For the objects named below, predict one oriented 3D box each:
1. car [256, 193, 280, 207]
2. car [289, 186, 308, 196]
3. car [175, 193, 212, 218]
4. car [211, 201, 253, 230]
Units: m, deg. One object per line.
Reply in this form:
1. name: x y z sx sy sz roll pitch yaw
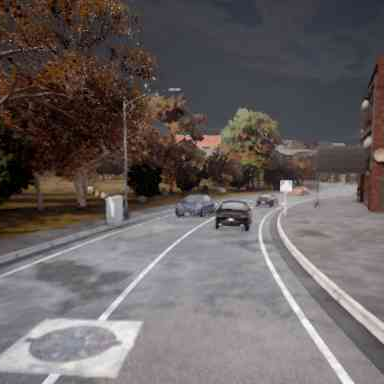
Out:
1. car: 8.529 0.866 37.398 1.812 1.442 4.674 3 3 24
2. car: 19.912 -0.304 62.040 2.097 1.767 4.553 5 5 39
3. car: 0.292 0.939 25.694 2.097 1.767 4.553 2 2 17
4. car: 2.606 1.269 20.019 1.882 1.535 5.008 1 1 13
